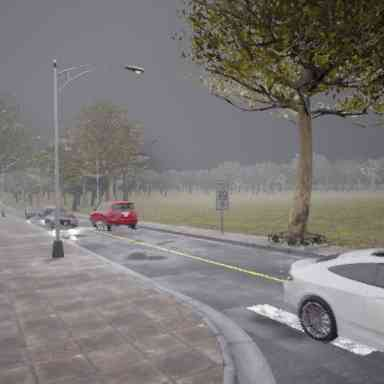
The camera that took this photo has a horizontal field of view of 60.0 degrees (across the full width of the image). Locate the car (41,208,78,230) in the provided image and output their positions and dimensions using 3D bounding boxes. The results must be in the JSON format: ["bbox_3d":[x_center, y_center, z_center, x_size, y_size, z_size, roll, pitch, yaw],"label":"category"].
[{"bbox_3d":[-10.618,2.226,26.865,1.994,1.385,4.181,-1,-1,-32],"label":"car"}]

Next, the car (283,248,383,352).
[{"bbox_3d":[3.368,1.578,4.594,1.812,1.442,4.674,-1,-1,-32],"label":"car"}]

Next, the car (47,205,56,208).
[{"bbox_3d":[-20.573,2.675,48.249,1.882,1.535,5.008,-1,-1,-32],"label":"car"}]

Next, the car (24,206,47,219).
[{"bbox_3d":[-19.964,2.587,41.923,1.837,1.490,4.892,-1,-1,-32],"label":"car"}]

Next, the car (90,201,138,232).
[{"bbox_3d":[-5.927,1.744,24.923,2.150,2.045,5.566,-1,-1,-32],"label":"car"}]
